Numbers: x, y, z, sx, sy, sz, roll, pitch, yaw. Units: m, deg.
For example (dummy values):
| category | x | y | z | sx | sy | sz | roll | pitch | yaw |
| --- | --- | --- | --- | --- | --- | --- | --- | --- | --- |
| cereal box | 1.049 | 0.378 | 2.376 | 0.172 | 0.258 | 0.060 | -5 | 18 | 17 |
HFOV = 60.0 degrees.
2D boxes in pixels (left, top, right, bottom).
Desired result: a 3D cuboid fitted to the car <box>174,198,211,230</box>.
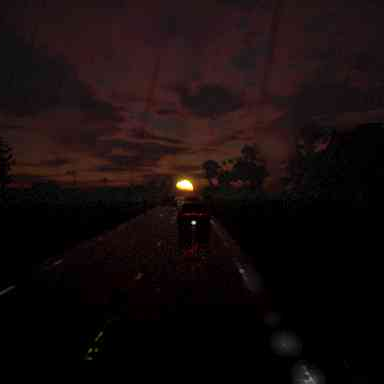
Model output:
| category | x | y | z | sx | sy | sz | roll | pitch | yaw |
| --- | --- | --- | --- | --- | --- | --- | --- | --- | --- |
| car | 0.098 | 1.350 | 20.065 | 1.837 | 1.490 | 4.892 | 0 | 0 | 0 |

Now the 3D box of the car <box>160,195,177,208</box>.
| category | x | y | z | sx | sy | sz | roll | pitch | yaw |
| --- | --- | --- | --- | --- | --- | --- | --- | --- | --- |
| car | -2.844 | 1.159 | 41.550 | 1.882 | 1.535 | 5.008 | 0 | 0 | 0 |

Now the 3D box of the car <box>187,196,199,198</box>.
| category | x | y | z | sx | sy | sz | roll | pitch | yaw |
| --- | --- | --- | --- | --- | --- | --- | --- | --- | --- |
| car | 0.087 | 1.220 | 36.908 | 1.837 | 1.490 | 4.892 | 0 | 0 | 0 |
